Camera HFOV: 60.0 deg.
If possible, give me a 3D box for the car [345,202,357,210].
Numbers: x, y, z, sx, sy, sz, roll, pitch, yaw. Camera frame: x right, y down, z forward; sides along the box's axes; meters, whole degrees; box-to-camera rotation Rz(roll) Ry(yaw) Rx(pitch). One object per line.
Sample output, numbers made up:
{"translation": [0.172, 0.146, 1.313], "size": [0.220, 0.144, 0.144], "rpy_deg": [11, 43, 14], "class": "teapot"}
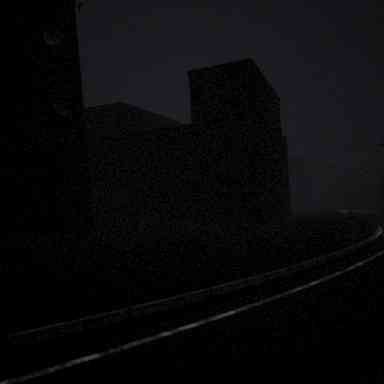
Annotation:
{"translation": [30.957, 2.750, 64.813], "size": [1.882, 1.535, 5.008], "rpy_deg": [-3, -2, 23], "class": "car"}
